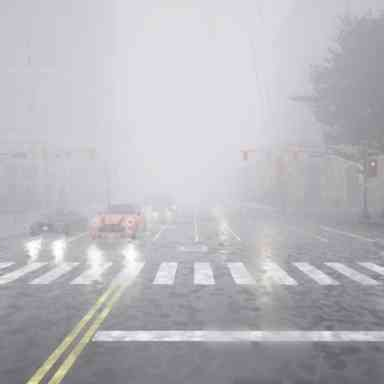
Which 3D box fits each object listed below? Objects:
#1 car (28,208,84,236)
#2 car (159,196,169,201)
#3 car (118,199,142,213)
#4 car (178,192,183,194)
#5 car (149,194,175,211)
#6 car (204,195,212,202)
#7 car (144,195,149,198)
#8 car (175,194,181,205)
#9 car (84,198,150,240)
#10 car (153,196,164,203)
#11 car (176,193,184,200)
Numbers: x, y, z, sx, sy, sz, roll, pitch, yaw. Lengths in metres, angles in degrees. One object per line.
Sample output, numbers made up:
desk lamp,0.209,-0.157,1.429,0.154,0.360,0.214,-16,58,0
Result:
car,-7.096,1.564,18.081,1.994,1.385,4.181,0,0,0
car,-6.780,1.592,81.409,1.895,1.301,4.718,0,0,1
car,-7.090,1.525,38.453,1.812,1.442,4.674,0,0,0
car,-3.235,1.121,85.677,2.150,2.045,5.566,0,0,1
car,-3.581,1.225,41.154,2.150,2.045,5.566,0,0,-1
car,3.691,1.525,78.514,2.128,1.511,4.902,0,0,1
car,-7.079,1.352,54.184,2.097,1.767,4.553,0,0,0
car,-3.571,1.492,56.989,2.128,1.511,4.902,0,0,0
car,-3.597,1.352,16.975,2.097,1.767,4.553,0,0,0
car,-6.911,1.563,68.988,1.994,1.385,4.181,0,0,1
car,-3.400,1.540,70.023,2.033,1.411,5.357,0,0,1
